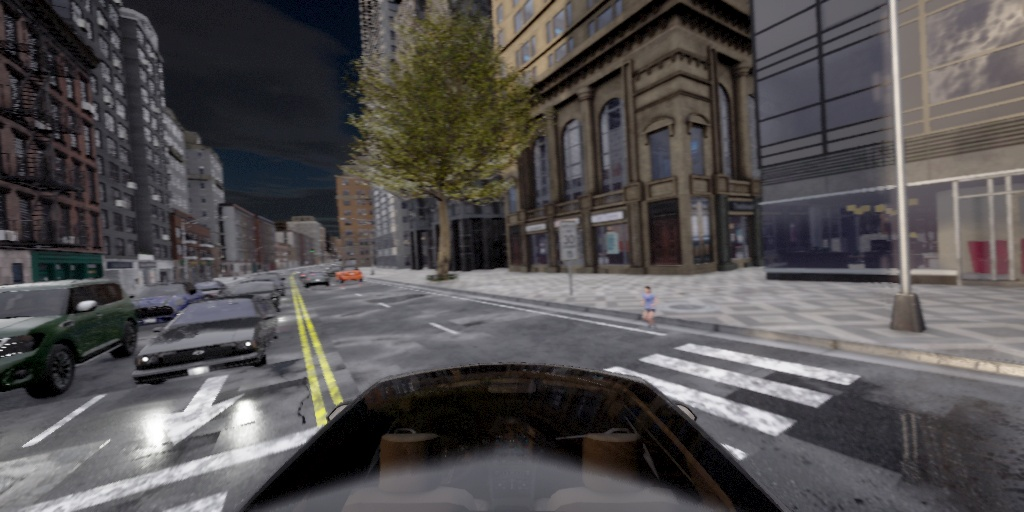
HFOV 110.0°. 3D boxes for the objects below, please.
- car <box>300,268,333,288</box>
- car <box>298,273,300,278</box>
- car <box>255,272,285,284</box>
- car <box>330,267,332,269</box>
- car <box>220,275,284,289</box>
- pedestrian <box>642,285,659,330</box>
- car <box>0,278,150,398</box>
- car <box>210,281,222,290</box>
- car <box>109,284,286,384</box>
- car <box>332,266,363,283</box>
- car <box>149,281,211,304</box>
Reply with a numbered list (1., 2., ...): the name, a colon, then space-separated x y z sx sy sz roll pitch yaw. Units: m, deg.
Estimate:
1. car: -18.487 2.190 33.798 1.994 1.385 4.181 -4 1 -32
2. car: -28.590 2.615 50.003 2.033 1.411 5.357 -4 1 -32
3. car: -17.068 1.984 25.006 2.097 1.767 4.553 -4 1 -32
4. car: -23.716 2.136 48.163 2.097 1.767 4.553 -4 1 -31
5. car: -11.964 1.893 16.813 1.837 1.490 4.892 -4 1 -32
6. pedestrian: 3.235 1.156 8.397 0.500 1.100 0.500 -5 1 -32
7. car: -9.920 1.564 7.363 2.150 2.045 5.566 -4 1 -32
8. car: -20.056 2.383 23.683 2.033 1.411 5.357 -4 1 -32
9. car: -6.784 1.677 8.565 2.033 1.411 5.357 -4 1 -29
10. car: -17.155 1.849 37.690 2.097 1.767 4.553 -4 1 -32
11. car: -15.045 1.949 15.603 2.097 1.767 4.553 -4 1 -32
